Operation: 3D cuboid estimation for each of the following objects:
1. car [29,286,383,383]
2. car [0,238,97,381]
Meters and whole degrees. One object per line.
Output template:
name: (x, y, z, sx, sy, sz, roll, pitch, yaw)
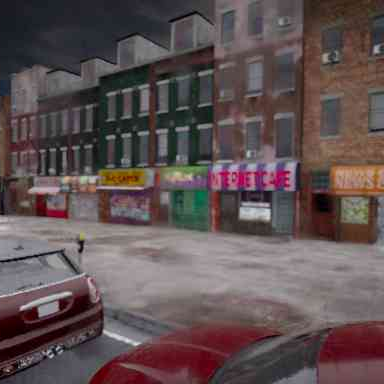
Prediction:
car: (1.204, 1.545, 1.932, 4.507, 1.381, 1.887, 0, 1, 36)
car: (-3.312, 1.441, 5.151, 4.097, 1.590, 1.967, 0, 1, 36)
